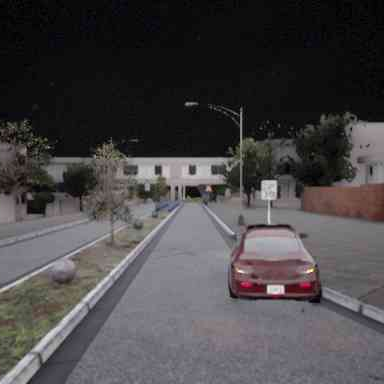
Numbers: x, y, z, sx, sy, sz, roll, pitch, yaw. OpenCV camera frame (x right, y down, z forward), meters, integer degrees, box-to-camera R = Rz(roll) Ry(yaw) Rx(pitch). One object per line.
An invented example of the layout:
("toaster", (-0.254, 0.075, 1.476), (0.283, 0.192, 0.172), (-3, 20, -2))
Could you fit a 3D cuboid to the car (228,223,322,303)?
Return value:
("car", (1.905, 1.500, 8.180), (1.812, 1.442, 4.674), (-3, 1, 11))
